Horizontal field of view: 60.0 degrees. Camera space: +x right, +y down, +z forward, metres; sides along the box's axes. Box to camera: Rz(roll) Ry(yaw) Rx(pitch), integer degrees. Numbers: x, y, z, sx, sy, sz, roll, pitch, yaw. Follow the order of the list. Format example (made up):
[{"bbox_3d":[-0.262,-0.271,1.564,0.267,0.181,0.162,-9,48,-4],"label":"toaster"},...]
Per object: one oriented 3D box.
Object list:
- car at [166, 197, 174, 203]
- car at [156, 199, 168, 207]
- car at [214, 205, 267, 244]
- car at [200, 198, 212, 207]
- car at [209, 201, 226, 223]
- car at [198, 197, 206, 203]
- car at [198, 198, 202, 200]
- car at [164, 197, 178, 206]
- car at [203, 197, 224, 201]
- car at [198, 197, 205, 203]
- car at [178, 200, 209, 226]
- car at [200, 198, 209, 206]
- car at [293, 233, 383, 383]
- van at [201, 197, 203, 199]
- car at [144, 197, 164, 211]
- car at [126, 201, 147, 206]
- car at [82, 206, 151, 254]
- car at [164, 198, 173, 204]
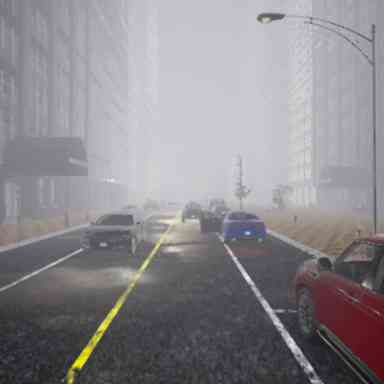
[{"bbox_3d":[-5.706,2.125,86.637,1.967,1.590,4.097,0,0,0],"label":"car"},{"bbox_3d":[-5.701,2.056,64.481,1.887,1.381,4.507,0,0,0],"label":"car"},{"bbox_3d":[2.358,1.611,16.573,1.882,1.535,5.008,0,0,0],"label":"car"},{"bbox_3d":[2.679,1.951,64.484,1.967,1.590,4.097,0,0,0],"label":"car"},{"bbox_3d":[2.687,1.815,31.248,1.947,1.339,4.313,0,0,0],"label":"car"},{"bbox_3d":[2.674,2.124,86.640,1.967,1.590,4.097,0,0,0],"label":"car"},{"bbox_3d":[0.090,1.888,45.584,1.812,1.442,4.674,0,-1,0],"label":"car"},{"bbox_3d":[-3.012,1.645,54.801,1.895,1.301,4.718,0,0,0],"label":"car"},{"bbox_3d":[2.687,1.608,36.789,2.192,1.841,5.009,0,0,0],"label":"car"},{"bbox_3d":[2.673,2.254,92.348,1.752,1.417,4.829,0,0,0],"label":"car"},{"bbox_3d":[0.094,1.716,28.190,2.128,1.511,4.902,0,-1,0],"label":"car"},{"bbox_3d":[2.678,2.081,70.192,1.752,1.417,4.829,0,0,0],"label":"car"},{"bbox_3d":[2.695,1.344,3.555,2.192,1.841,5.009,0,0,0],"label":"car"},{"bbox_3d":[2.681,1.808,58.945,1.690,1.788,3.998,0,0,0],"label":"van"},{"bbox_3d":[-5.696,1.695,47.865,2.192,1.841,5.009,0,0,0],"label":"car"},{"bbox_3d":[-5.693,1.832,31.246,1.802,1.307,4.206,0,0,0],"label":"car"},{"bbox_3d":[-3.113,1.592,14.192,1.882,1.535,5.008,0,0,0],"label":"car"},{"bbox_3d":[-5.705,2.186,81.097,1.887,1.381,4.507,0,0,0],"label":"car"}]
